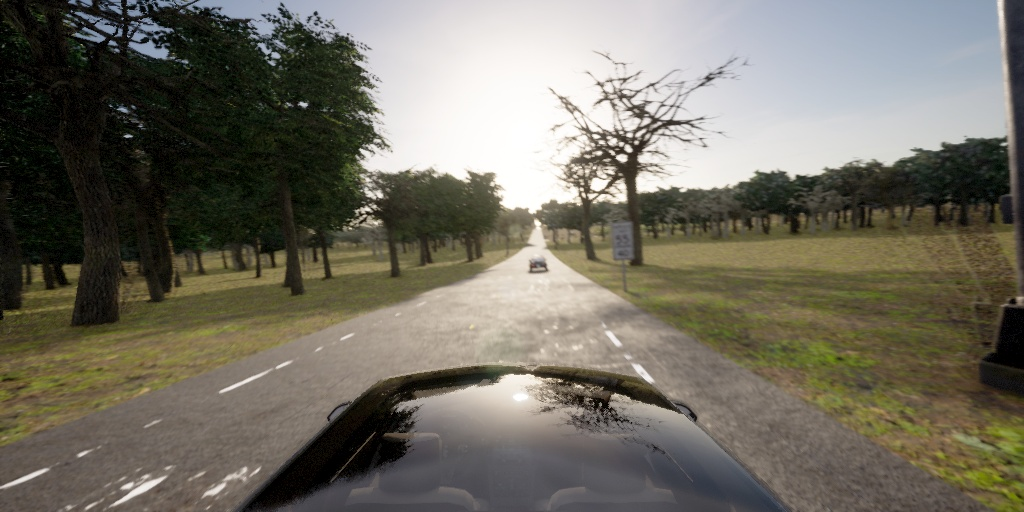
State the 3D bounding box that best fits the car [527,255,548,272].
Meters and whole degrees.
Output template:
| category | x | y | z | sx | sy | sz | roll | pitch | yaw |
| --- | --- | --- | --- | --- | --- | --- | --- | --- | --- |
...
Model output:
| category | x | y | z | sx | sy | sz | roll | pitch | yaw |
| --- | --- | --- | --- | --- | --- | --- | --- | --- | --- |
| car | 2.739 | 0.765 | 37.335 | 1.812 | 1.442 | 4.674 | -4 | 1 | 5 |
